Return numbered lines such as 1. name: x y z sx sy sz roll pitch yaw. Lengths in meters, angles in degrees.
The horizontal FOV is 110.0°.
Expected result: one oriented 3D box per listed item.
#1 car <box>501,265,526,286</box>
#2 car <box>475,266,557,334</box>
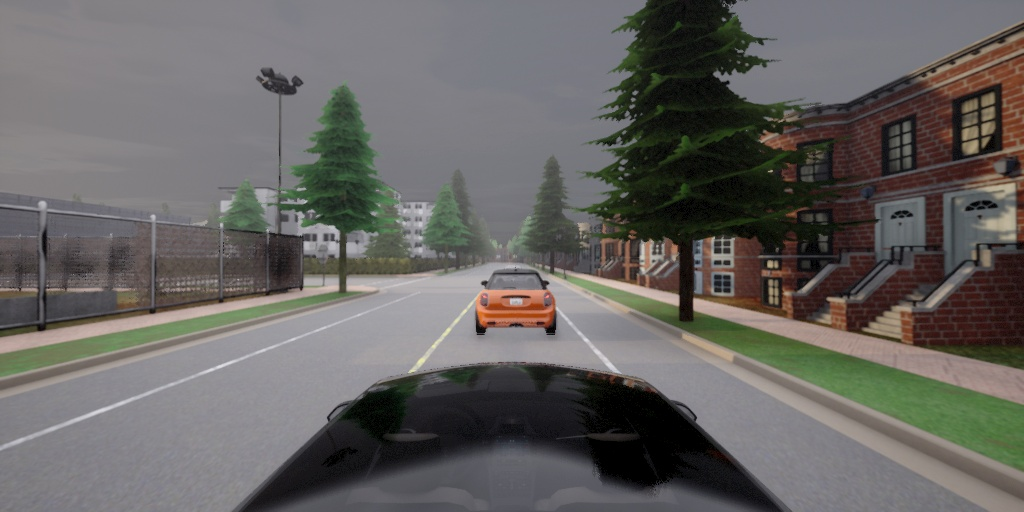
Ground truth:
1. car: 0.103 1.471 28.458 1.812 1.442 4.674 0 0 0
2. car: 0.099 1.169 10.986 2.097 1.767 4.553 0 0 0
